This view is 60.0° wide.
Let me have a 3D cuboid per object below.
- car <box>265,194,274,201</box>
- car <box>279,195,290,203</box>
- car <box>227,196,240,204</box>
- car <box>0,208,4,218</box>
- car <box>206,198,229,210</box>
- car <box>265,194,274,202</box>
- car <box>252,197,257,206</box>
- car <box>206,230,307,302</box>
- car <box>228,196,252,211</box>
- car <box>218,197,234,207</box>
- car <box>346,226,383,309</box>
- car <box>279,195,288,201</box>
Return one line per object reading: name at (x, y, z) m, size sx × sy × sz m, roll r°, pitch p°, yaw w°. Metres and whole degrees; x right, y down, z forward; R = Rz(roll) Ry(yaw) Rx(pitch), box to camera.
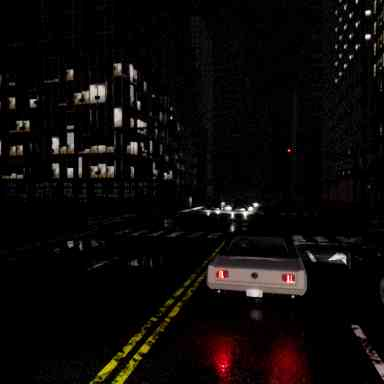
car at (18.803, 1.286, 80.525) m, size 2.128 × 1.511 × 4.902 m, roll 0°, pitch 0°, yaw 13°
car at (19.566, 1.474, 69.639) m, size 2.033 × 1.411 × 5.357 m, roll 0°, pitch 0°, yaw 13°
car at (7.964, 1.460, 63.182) m, size 1.837 × 1.490 × 4.892 m, roll 0°, pitch 0°, yaw 14°
car at (-17.291, 1.434, 26.715) m, size 4.313 × 1.339 × 1.947 m, roll 1°, pitch 1°, yaw 14°
car at (3.180, 1.524, 43.192) m, size 2.033 × 1.411 × 5.357 m, roll 0°, pitch 0°, yaw 13°
car at (16.506, 1.530, 70.824) m, size 1.895 × 1.301 × 4.718 m, roll 0°, pitch 0°, yaw 13°
car at (8.439, 1.458, 51.264) m, size 2.128 × 1.511 × 4.902 m, roll 0°, pitch 0°, yaw 13°
car at (1.716, 1.597, 8.364) m, size 1.895 × 1.301 × 4.718 m, roll 0°, pitch 0°, yaw 14°
car at (5.945, 1.503, 40.747) m, size 1.812 × 1.442 × 4.674 m, roll 0°, pitch 0°, yaw 13°
car at (5.521, 1.567, 53.056) m, size 1.895 × 1.301 × 4.718 m, roll 0°, pitch 0°, yaw 13°
car at (4.844, 1.501, 7.458) m, size 1.837 × 1.490 × 4.892 m, roll 0°, pitch 0°, yaw 13°
car at (21.972, 1.355, 79.805) m, size 1.895 × 1.301 × 4.718 m, roll 0°, pitch 0°, yaw 13°
